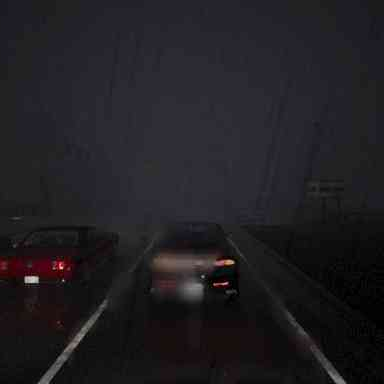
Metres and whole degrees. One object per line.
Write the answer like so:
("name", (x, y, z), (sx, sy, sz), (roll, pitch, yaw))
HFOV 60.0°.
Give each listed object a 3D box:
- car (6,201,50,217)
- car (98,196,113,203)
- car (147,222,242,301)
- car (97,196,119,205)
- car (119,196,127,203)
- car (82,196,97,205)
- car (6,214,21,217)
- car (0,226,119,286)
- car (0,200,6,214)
("car", (-15.075, 1.564, 31.281), (1.994, 1.385, 4.181), (0, 0, 0))
("car", (-18.442, 1.595, 70.854), (1.895, 1.301, 4.718), (0, 0, 0))
("car", (0.064, 1.492, 8.294), (2.128, 1.511, 4.902), (0, 0, 1))
("car", (-15.020, 1.505, 59.969), (1.837, 1.490, 4.892), (0, 0, 0))
("car", (-14.942, 1.525, 70.270), (2.128, 1.511, 4.902), (0, 0, 0))
("car", (-18.505, 1.526, 60.559), (1.812, 1.442, 4.674), (0, 0, 1))
("car", (-6.933, 1.547, 8.723), (2.033, 1.411, 5.357), (0, 0, 1))
("car", (-3.427, 1.601, 9.381), (1.895, 1.301, 4.718), (0, 0, 0))
("car", (-18.575, 1.505, 30.842), (1.837, 1.490, 4.892), (0, 0, 0))
